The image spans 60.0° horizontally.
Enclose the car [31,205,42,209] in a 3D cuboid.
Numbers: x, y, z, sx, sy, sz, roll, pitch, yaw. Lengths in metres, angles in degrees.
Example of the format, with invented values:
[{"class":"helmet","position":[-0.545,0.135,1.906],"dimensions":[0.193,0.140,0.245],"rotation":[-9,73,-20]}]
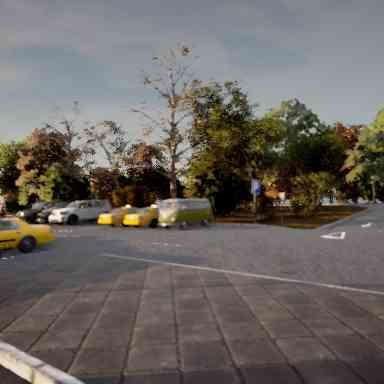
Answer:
[{"class":"car","position":[-11.837,2.111,30.742],"dimensions":[2.231,1.521,4.892],"rotation":[-3,-2,35]}]

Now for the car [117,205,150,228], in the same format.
[{"class":"car","position":[-2.598,1.752,24.471],"dimensions":[1.946,1.575,5.366],"rotation":[-2,-1,35]}]

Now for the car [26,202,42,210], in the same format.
[{"class":"car","position":[-14.044,1.960,32.257],"dimensions":[2.435,2.045,5.566],"rotation":[-3,-2,35]}]

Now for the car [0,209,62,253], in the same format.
[{"class":"car","position":[-8.132,1.701,12.909],"dimensions":[1.946,1.575,5.366],"rotation":[-2,-1,35]}]

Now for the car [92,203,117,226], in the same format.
[{"class":"car","position":[-4.771,1.825,26.005],"dimensions":[1.946,1.575,5.366],"rotation":[-2,-1,35]}]

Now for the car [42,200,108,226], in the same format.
[{"class":"car","position":[-9.570,1.756,29.130],"dimensions":[2.435,2.045,5.566],"rotation":[-3,-2,35]}]

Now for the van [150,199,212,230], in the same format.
[{"class":"van","position":[-0.494,1.458,22.617],"dimensions":[1.878,1.987,4.442],"rotation":[-2,-1,35]}]
